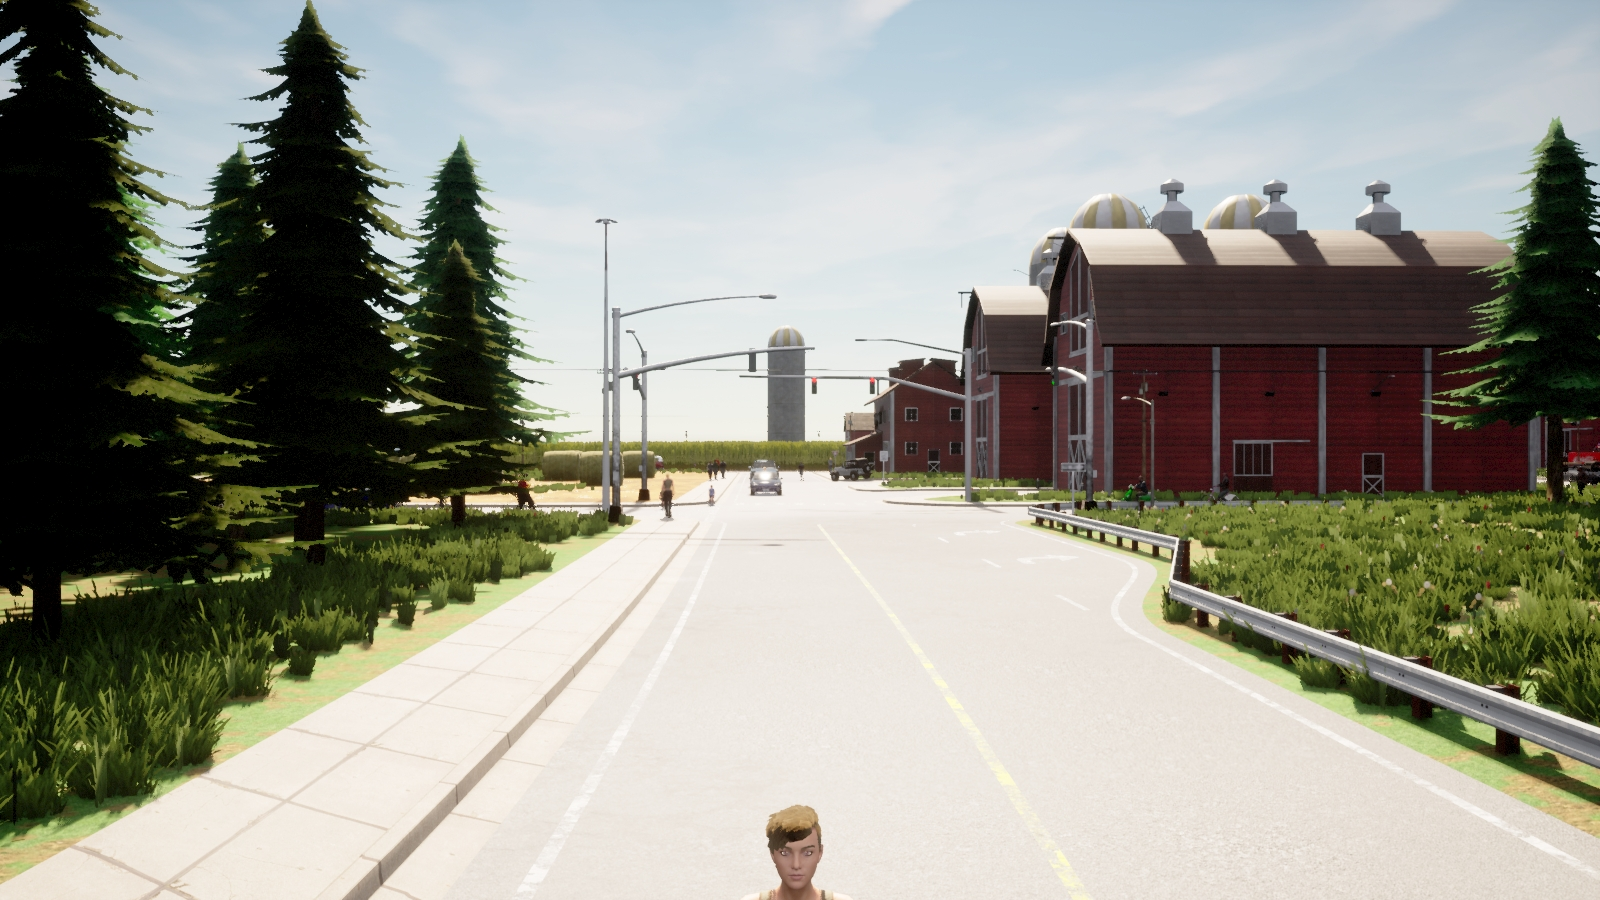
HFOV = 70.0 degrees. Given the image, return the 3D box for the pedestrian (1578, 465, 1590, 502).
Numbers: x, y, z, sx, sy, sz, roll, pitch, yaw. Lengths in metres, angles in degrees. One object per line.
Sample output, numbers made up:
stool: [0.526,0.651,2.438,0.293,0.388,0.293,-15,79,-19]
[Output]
pedestrian: [39.951,1.700,58.236,0.375,1.860,0.375,0,0,-3]

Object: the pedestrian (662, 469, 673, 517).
pedestrian: [-5.130,1.675,44.367,0.375,1.860,0.375,0,0,-15]

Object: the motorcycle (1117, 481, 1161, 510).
motorcycle: [15.989,2.145,53.899,1.805,1.316,0.856,0,0,-1]

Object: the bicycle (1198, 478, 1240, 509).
bicycle: [19.800,2.064,53.998,1.835,1.471,0.329,0,0,-1]

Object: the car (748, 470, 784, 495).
car: [-2.153,2.036,72.119,2.163,1.488,4.792,0,0,-2]

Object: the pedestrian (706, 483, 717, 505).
pedestrian: [-4.438,2.213,57.297,0.500,1.100,0.500,0,0,0]

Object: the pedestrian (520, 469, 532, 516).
pedestrian: [-10.982,1.699,45.757,0.375,1.860,0.375,0,0,2]

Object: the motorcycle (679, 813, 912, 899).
motorcycle: [-0.013,2.128,3.457,0.764,1.307,2.356,0,0,0]

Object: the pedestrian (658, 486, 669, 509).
pedestrian: [-6.395,2.227,53.640,0.500,1.100,0.500,0,0,-3]
